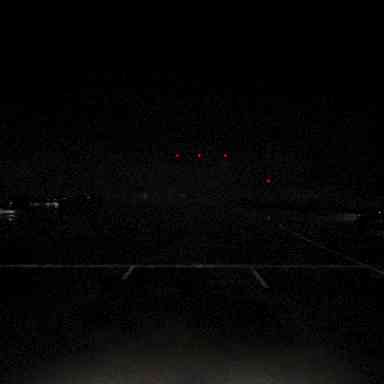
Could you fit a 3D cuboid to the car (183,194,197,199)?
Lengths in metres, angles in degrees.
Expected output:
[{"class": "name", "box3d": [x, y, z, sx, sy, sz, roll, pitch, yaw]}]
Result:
[{"class": "car", "box3d": [-0.168, 1.201, 94.674, 1.895, 1.301, 4.718, 0, 0, -18]}]

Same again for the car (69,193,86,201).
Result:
[{"class": "car", "box3d": [-24.594, 1.062, 71.824, 2.097, 1.767, 4.553, 0, 0, 0]}]

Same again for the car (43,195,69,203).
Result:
[{"class": "car", "box3d": [-24.580, 1.262, 60.399, 1.837, 1.490, 4.892, 0, 0, 0]}]

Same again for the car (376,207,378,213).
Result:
[{"class": "car", "box3d": [19.457, 1.441, 29.502, 5.357, 1.411, 2.033, 0, 0, 7]}]

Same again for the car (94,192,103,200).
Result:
[{"class": "car", "box3d": [-21.172, 0.926, 73.268, 2.150, 2.045, 5.566, 0, 0, -3]}]

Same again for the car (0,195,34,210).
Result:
[{"class": "car", "box3d": [-21.122, 1.202, 39.205, 2.097, 1.767, 4.553, 0, 0, 0]}]

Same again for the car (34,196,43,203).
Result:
[{"class": "car", "box3d": [-28.062, 1.357, 60.475, 1.895, 1.301, 4.718, 0, 0, 0]}]

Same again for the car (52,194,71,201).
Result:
[{"class": "car", "box3d": [-28.108, 1.246, 71.859, 2.033, 1.411, 5.357, 0, 0, 0]}]

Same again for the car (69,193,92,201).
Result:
[{"class": "car", "box3d": [-21.069, 1.252, 63.165, 1.837, 1.490, 4.892, 0, 0, 1]}]

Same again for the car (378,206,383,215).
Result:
[{"class": "car", "box3d": [17.649, 1.260, 26.079, 4.553, 1.767, 2.097, 0, 0, 6]}]
